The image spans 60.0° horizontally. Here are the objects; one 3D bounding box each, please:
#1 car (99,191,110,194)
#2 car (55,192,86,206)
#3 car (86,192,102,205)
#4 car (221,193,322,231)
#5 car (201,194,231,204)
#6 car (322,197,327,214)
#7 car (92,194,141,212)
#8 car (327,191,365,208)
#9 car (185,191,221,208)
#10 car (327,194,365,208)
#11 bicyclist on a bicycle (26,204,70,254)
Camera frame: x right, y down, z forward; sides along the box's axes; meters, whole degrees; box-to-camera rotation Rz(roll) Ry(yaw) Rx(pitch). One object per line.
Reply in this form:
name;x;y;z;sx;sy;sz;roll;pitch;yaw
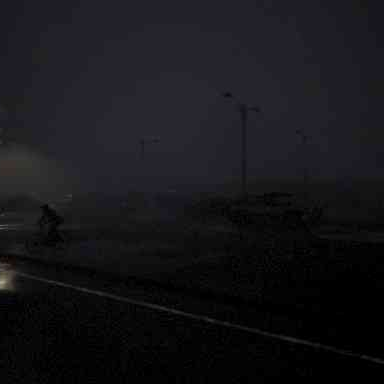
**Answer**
car;-13.776;0.849;49.847;4.605;1.855;1.932;0;1;33
car;-16.786;1.139;45.153;3.806;1.475;1.970;0;1;33
car;-15.201;1.083;47.575;3.905;1.438;1.784;0;1;33
car;4.205;1.000;17.843;4.605;1.855;1.932;0;1;33
car;3.507;0.987;48.641;3.905;1.438;1.784;0;1;33
car;5.834;0.977;20.235;3.866;1.878;1.905;0;1;33
car;-7.303;1.191;32.061;3.806;1.475;1.970;0;1;33
car;16.542;0.806;36.679;3.866;1.878;1.905;0;1;33
car;1.868;0.802;46.250;4.605;1.855;1.932;0;1;33
car;18.137;1.020;39.098;3.806;1.475;1.970;0;1;33
bicyclist on a bicycle;-4.846;1.238;11.280;0.582;1.620;1.656;0;-1;33
